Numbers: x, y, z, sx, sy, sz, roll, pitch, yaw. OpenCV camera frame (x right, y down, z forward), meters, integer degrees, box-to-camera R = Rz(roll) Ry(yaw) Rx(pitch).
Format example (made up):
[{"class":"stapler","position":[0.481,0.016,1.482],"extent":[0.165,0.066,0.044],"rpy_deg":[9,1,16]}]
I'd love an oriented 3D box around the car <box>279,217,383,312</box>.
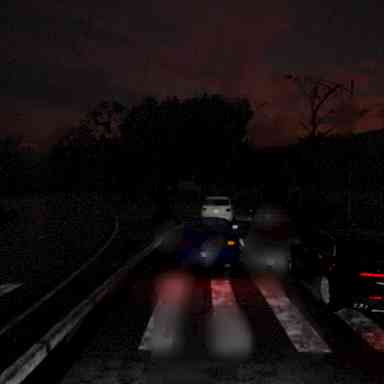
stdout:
[{"class":"car","position":[3.603,1.584,7.892],"extent":[1.837,1.490,4.892],"rpy_deg":[0,0,3]}]

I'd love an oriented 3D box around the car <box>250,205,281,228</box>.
[{"class":"car","position":[5.124,1.607,23.274],"extent":[2.033,1.411,5.357],"rpy_deg":[0,1,8]}]

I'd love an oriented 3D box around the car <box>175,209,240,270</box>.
[{"class":"car","position":[0.568,1.574,11.428],"extent":[1.882,1.535,5.008],"rpy_deg":[0,0,4]}]

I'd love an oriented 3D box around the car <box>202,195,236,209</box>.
[{"class":"car","position":[1.950,1.251,24.007],"extent":[2.150,2.045,5.566],"rpy_deg":[0,1,8]}]
